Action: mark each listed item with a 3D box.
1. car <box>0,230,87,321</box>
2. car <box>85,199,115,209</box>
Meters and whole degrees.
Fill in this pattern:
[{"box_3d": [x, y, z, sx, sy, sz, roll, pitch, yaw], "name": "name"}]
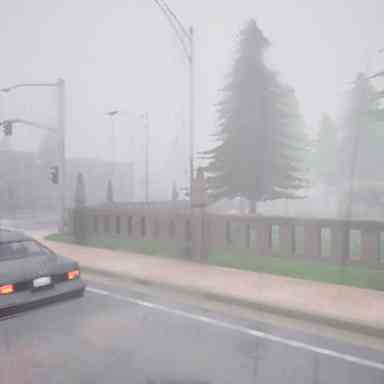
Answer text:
[{"box_3d": [-4.456, 1.545, 7.101, 5.357, 1.411, 2.033, 0, 0, 39], "name": "car"}, {"box_3d": [-9.526, 1.499, 34.100, 1.837, 1.490, 4.892, 0, 0, 36], "name": "car"}]
